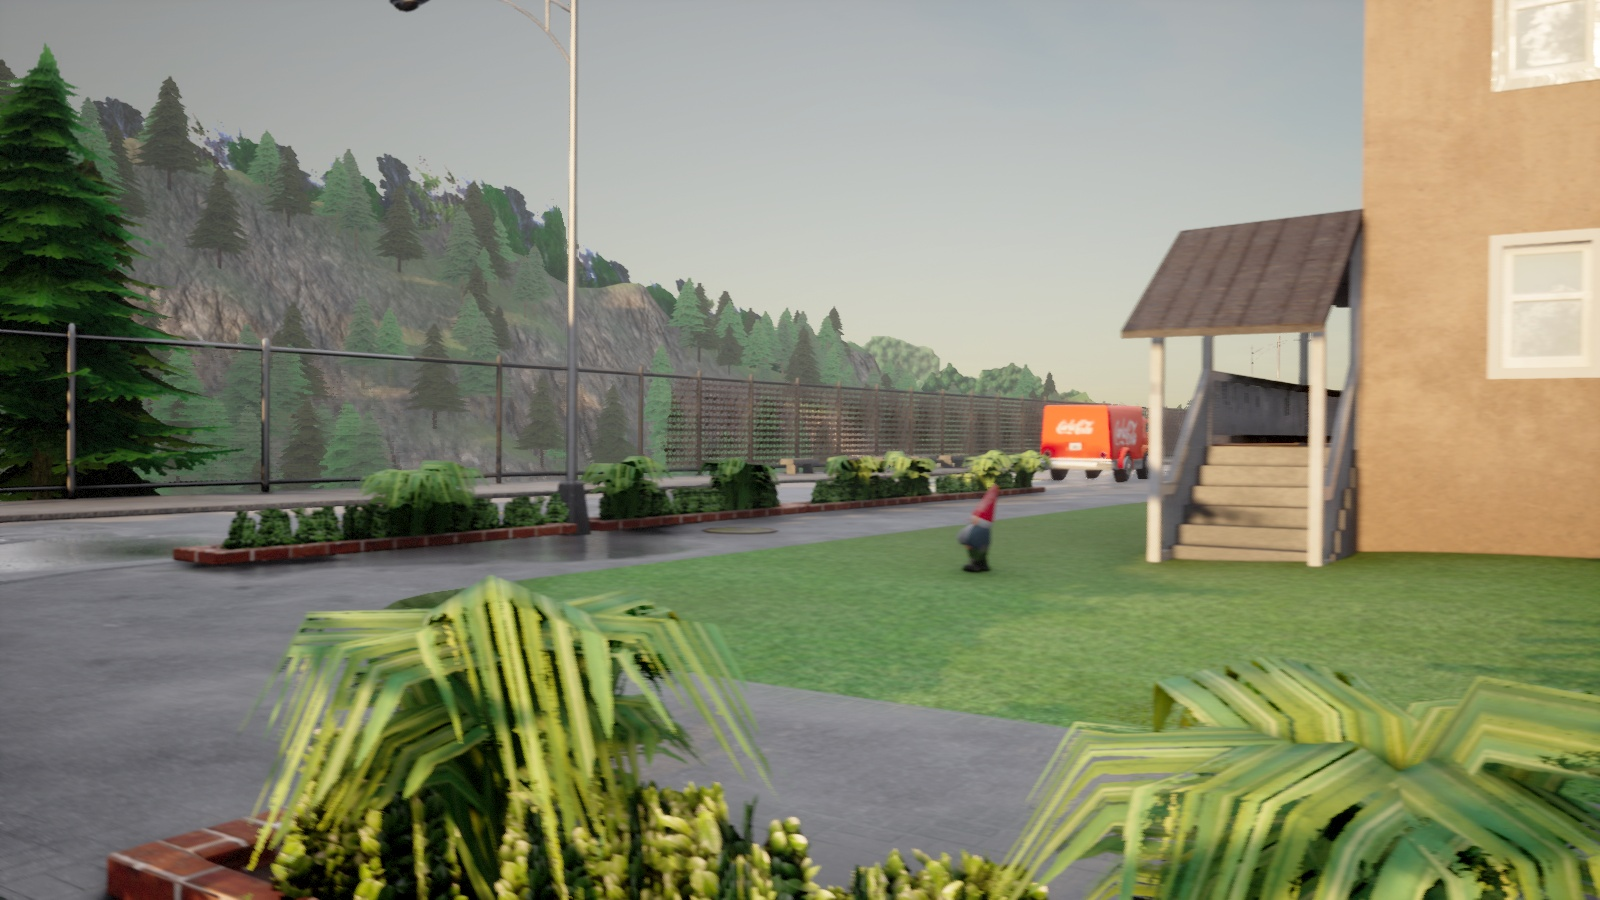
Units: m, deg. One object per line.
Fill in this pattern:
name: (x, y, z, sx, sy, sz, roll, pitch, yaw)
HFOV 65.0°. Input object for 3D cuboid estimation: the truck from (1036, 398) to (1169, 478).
truck: (10.077, -0.413, 41.482, 2.627, 2.467, 5.204, 0, 1, 34)
